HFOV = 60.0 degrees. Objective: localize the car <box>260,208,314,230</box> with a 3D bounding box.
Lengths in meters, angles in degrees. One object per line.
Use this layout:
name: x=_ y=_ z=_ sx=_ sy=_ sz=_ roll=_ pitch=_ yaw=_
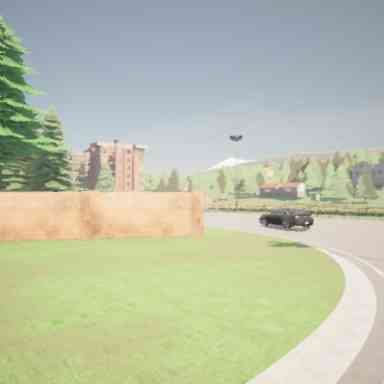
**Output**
car: x=6.980 y=1.962 z=24.984 sx=2.128 sy=1.511 sz=4.902 roll=1 pitch=-1 yaw=-20
